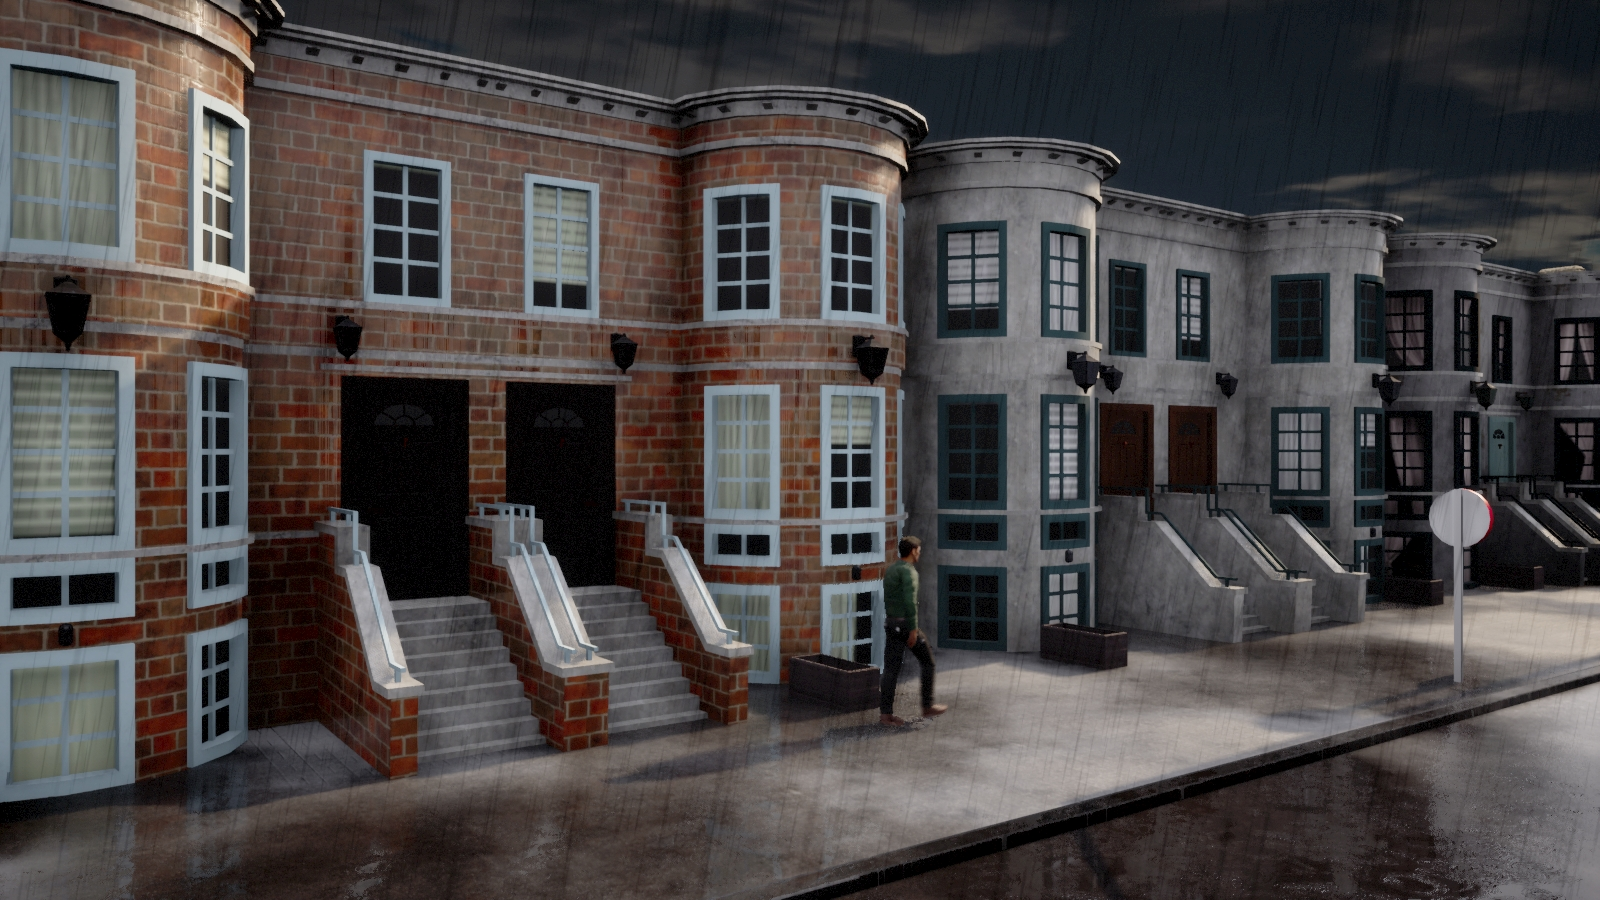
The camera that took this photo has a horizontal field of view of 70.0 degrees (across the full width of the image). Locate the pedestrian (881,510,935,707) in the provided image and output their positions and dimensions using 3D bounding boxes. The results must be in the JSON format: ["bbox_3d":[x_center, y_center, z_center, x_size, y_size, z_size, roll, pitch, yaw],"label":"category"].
[{"bbox_3d":[1.054,1.524,11.147,0.375,1.860,0.375,0,0,-28],"label":"pedestrian"}]
